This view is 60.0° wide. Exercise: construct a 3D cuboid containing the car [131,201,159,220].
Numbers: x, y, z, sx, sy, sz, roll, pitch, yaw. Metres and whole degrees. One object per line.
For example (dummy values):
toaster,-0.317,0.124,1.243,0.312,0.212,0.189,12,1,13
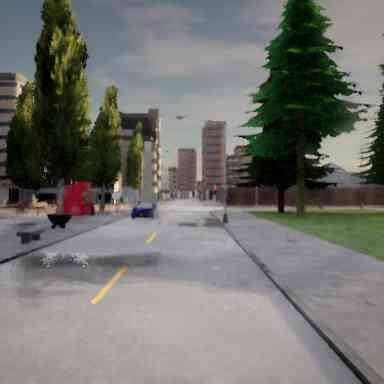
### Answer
car,-4.042,1.571,29.139,1.882,1.535,5.008,0,-1,0
